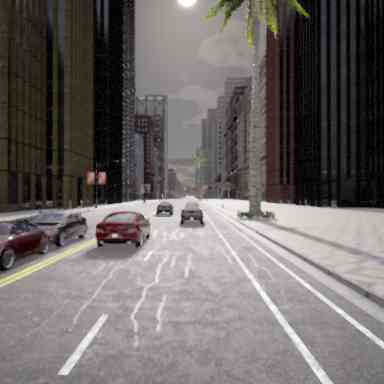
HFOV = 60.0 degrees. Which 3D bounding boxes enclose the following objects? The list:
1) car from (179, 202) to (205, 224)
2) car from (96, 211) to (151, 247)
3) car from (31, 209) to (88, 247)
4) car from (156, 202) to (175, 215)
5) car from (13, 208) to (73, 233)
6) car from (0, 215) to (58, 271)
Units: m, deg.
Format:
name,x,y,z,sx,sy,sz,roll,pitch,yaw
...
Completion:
name,x,y,z,sx,sy,sz,roll,pitch,yaw
car,0.010,1.808,27.629,1.837,1.490,4.892,0,-1,0
car,-3.151,1.655,16.054,1.882,1.535,5.008,0,-1,0
car,-6.502,1.668,15.984,2.128,1.511,4.902,0,-1,0
car,-3.159,1.943,39.797,1.837,1.490,4.892,0,-1,0
car,-9.797,1.847,22.343,1.895,1.301,4.718,0,-1,1
car,-6.501,1.689,11.265,1.994,1.385,4.181,0,-1,0
